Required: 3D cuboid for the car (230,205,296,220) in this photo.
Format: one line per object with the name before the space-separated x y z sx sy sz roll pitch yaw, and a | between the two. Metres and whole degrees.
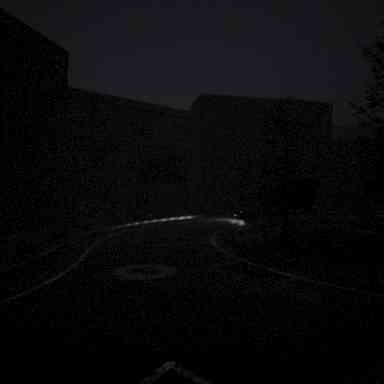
car | 5.720 1.393 26.406 5.357 1.411 2.033 0 0 -24
